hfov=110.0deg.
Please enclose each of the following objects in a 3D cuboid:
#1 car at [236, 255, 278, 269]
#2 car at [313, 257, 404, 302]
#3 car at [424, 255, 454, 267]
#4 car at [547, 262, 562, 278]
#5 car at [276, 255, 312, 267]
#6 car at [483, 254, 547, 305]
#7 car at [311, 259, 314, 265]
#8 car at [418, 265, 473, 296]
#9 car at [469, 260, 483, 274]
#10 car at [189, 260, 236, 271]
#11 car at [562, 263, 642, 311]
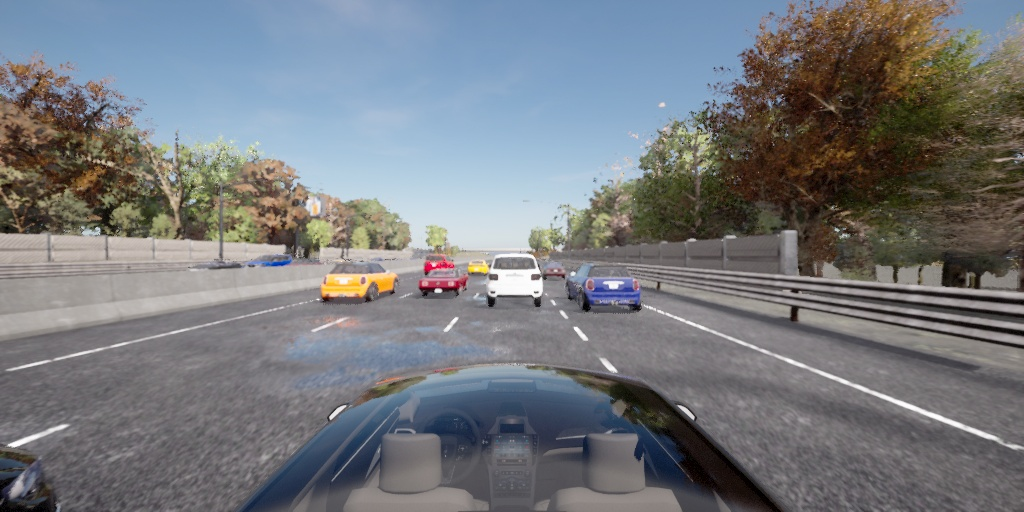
[{"bbox_3d":[-24.605,0.898,36.444,2.150,2.045,5.566,0,0,0],"label":"car"},{"bbox_3d":[-6.905,1.068,16.822,2.097,1.767,4.553,0,0,0],"label":"car"},{"bbox_3d":[-6.914,0.901,34.454,2.150,2.045,5.566,0,0,0],"label":"car"},{"bbox_3d":[3.488,1.227,31.164,2.033,1.411,5.357,0,0,0],"label":"car"},{"bbox_3d":[-21.105,1.030,36.235,2.097,1.767,4.553,0,0,0],"label":"car"},{"bbox_3d":[0.095,0.940,15.819,2.150,2.045,5.566,0,0,0],"label":"car"},{"bbox_3d":[-17.604,1.155,36.042,1.882,1.535,5.008,0,0,0],"label":"car"},{"bbox_3d":[-3.404,1.312,18.815,1.895,1.301,4.718,0,0,0],"label":"car"},{"bbox_3d":[-3.412,1.153,36.839,1.882,1.535,5.008,0,0,0],"label":"car"},{"bbox_3d":[-28.104,1.174,34.152,2.128,1.511,4.902,0,0,0],"label":"car"},{"bbox_3d":[3.497,1.065,14.480,2.097,1.767,4.553,0,0,0],"label":"car"}]
